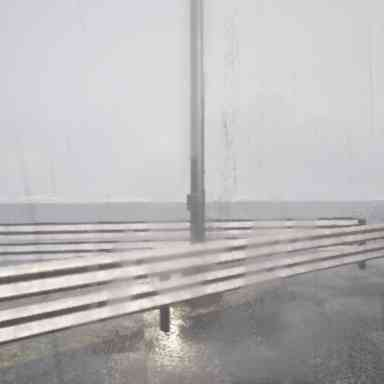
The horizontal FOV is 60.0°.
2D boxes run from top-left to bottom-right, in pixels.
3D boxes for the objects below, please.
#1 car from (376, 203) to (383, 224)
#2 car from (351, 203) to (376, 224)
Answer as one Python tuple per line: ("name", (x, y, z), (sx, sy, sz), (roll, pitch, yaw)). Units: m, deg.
("car", (13.945, 1.362, 19.606), (5.008, 1.535, 1.882), (0, 0, -9))
("car", (13.271, 1.460, 23.042), (4.181, 1.385, 1.994), (0, 0, -9))
